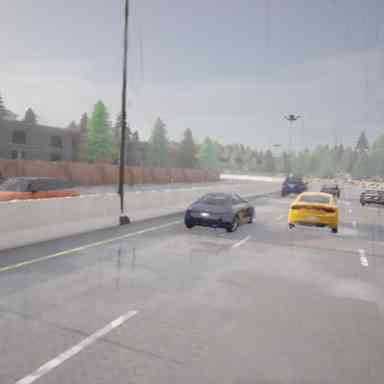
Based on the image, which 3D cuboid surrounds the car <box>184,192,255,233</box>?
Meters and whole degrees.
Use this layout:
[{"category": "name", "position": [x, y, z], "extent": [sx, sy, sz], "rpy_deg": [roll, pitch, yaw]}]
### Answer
[{"category": "car", "position": [1.306, 0.718, 13.969], "extent": [1.994, 1.385, 4.181], "rpy_deg": [4, 4, 24]}]

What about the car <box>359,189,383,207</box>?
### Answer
[{"category": "car", "position": [15.291, 0.443, 28.048], "extent": [2.033, 1.411, 5.357], "rpy_deg": [4, 4, 24]}]

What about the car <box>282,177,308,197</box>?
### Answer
[{"category": "car", "position": [11.062, -0.546, 35.622], "extent": [2.150, 2.045, 5.566], "rpy_deg": [4, 4, 24]}]

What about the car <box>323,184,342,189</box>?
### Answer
[{"category": "car", "position": [14.844, -0.103, 35.556], "extent": [2.128, 1.511, 4.902], "rpy_deg": [4, 4, 24]}]

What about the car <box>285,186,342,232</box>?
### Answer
[{"category": "car", "position": [5.655, 0.753, 15.115], "extent": [1.882, 1.535, 5.008], "rpy_deg": [4, 4, 24]}]

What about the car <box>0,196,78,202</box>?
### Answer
[{"category": "car", "position": [-6.751, 0.172, 13.529], "extent": [2.097, 1.767, 4.553], "rpy_deg": [4, 4, 24]}]
